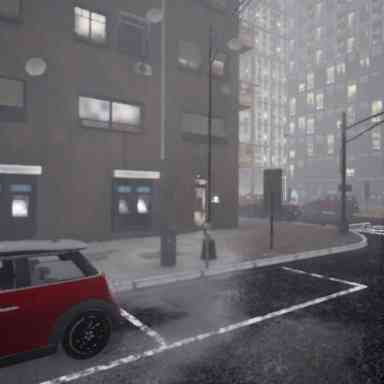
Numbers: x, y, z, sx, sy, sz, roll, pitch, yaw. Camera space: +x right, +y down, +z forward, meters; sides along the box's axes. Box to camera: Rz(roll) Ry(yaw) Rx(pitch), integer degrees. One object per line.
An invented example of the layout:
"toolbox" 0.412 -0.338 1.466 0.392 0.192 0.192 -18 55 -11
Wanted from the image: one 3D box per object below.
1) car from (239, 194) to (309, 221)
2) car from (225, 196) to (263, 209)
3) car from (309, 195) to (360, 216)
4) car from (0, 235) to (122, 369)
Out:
"car" 5.798 1.106 25.238 2.192 1.841 5.009 2 0 -36
"car" 6.036 1.211 39.188 1.947 1.339 4.313 2 0 -36
"car" 12.549 1.168 30.201 2.192 1.841 5.009 2 0 -36
"car" -3.113 1.440 4.340 4.097 1.590 1.967 0 0 -35
